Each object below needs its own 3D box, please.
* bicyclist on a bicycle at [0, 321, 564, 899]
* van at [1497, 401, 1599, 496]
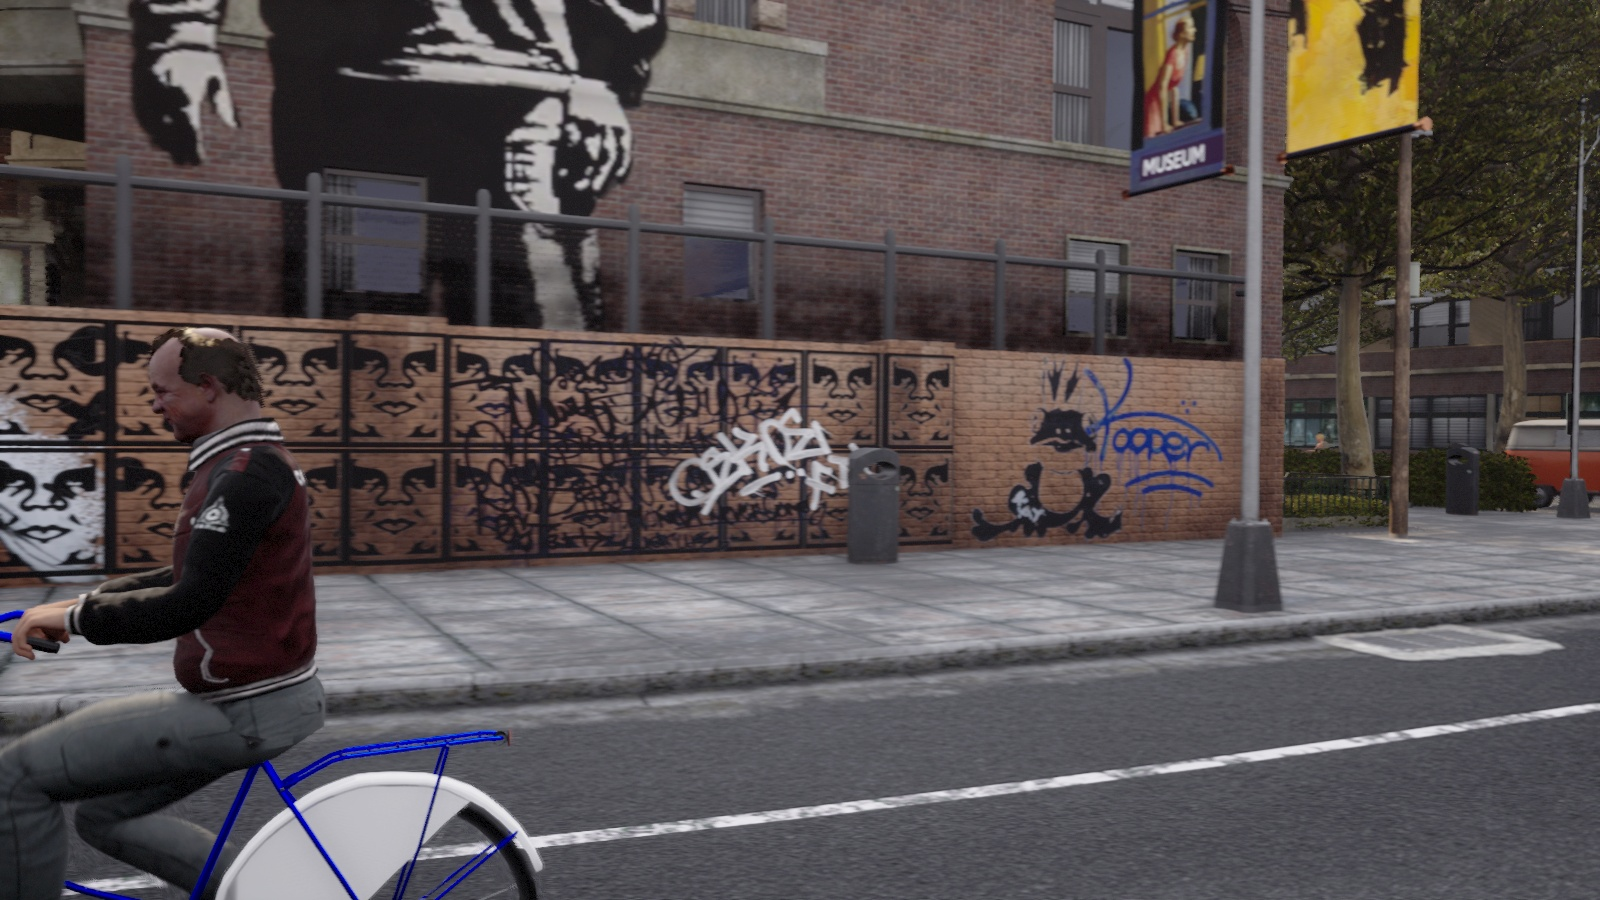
[{"bbox_3d":[-1.491,0.644,2.702,1.843,1.776,0.659,-1,1,-20],"label":"bicyclist on a bicycle"},{"bbox_3d":[17.514,-0.055,26.723,1.775,1.987,4.442,-1,1,-27],"label":"van"}]
